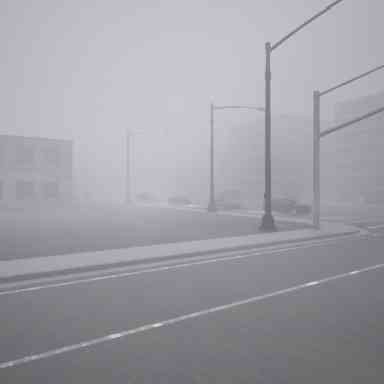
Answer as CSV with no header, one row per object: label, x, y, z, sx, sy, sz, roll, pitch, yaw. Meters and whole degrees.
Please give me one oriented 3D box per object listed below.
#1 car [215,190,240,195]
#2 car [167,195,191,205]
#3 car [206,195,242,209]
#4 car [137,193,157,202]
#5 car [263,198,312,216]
car,6.403,0.670,60.942,2.150,2.045,5.566,0,1,-34
car,-1.885,1.120,47.934,1.994,1.385,4.181,0,1,-34
car,3.769,1.332,39.667,1.895,1.301,4.718,0,1,-34
car,-7.640,0.866,56.399,2.128,1.511,4.902,0,1,-34
car,9.066,1.345,31.972,1.882,1.535,5.008,0,1,-35
